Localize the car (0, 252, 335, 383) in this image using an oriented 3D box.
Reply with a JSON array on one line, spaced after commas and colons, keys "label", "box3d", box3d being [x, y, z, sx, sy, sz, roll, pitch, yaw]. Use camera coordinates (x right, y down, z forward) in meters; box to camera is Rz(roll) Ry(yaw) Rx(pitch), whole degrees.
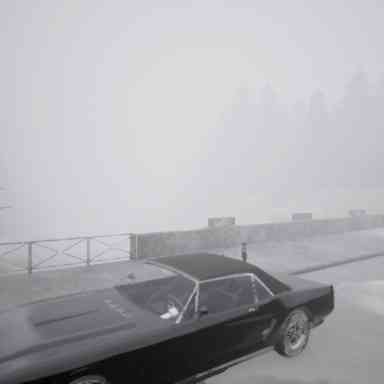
[{"label": "car", "box3d": [-0.216, 1.601, 4.452, 4.718, 1.301, 1.895, 0, 0, -36]}]
